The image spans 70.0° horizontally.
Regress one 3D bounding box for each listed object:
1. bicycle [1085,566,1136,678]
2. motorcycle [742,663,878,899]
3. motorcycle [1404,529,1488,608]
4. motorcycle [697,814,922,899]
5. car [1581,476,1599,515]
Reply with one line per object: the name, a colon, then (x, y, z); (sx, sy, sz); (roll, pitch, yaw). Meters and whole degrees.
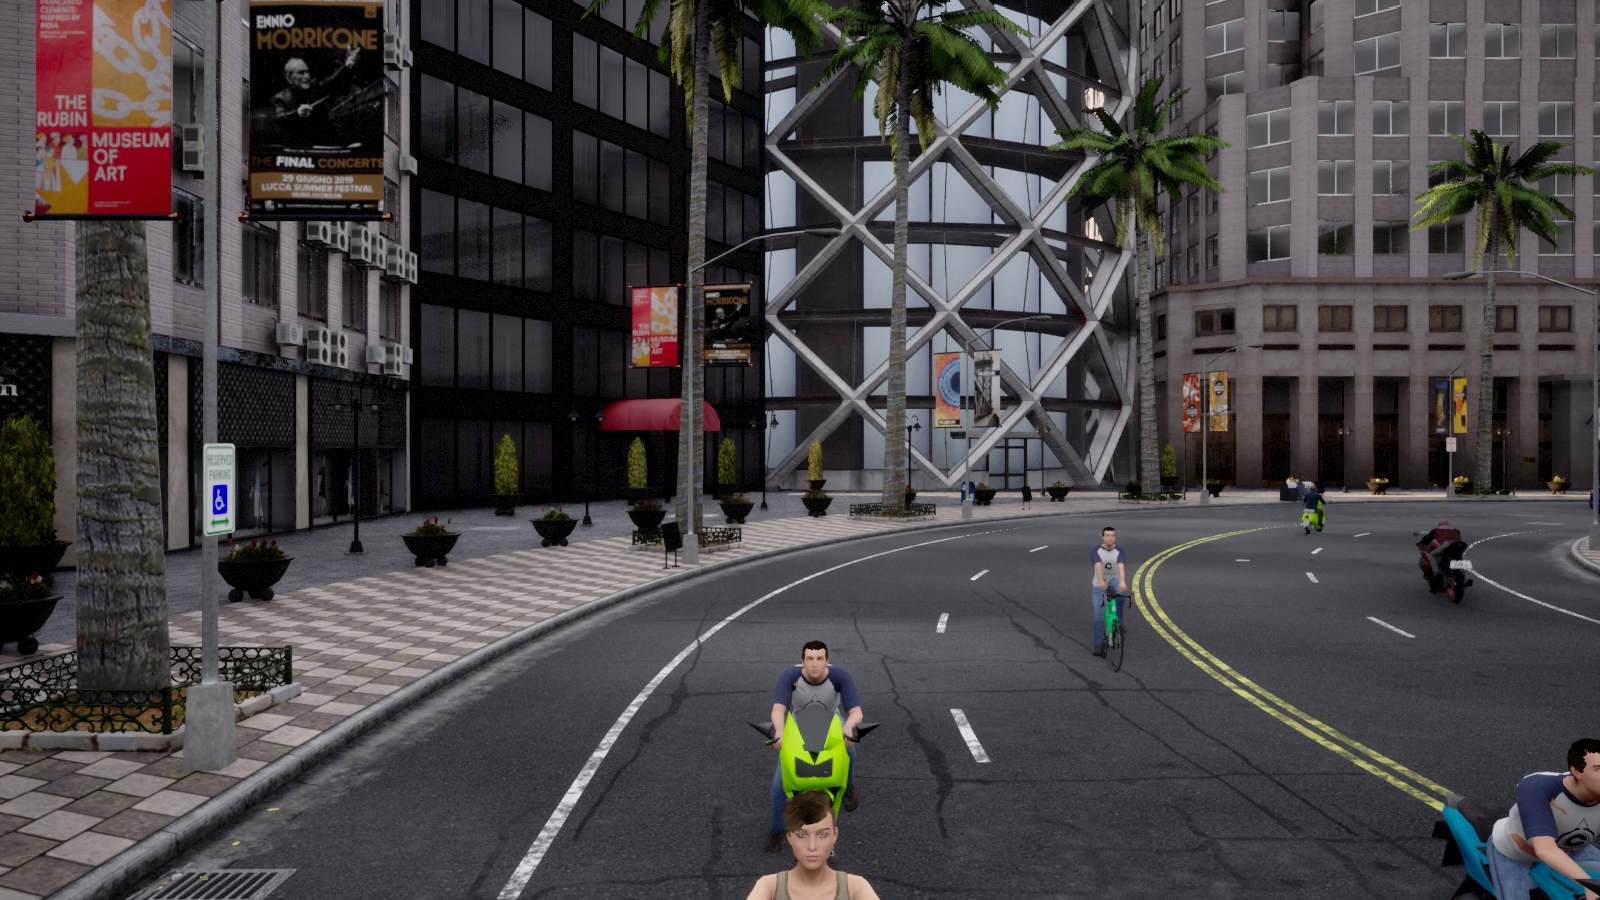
bicycle: (4.034, 2.206, 14.909); (0.373, 1.196, 1.643); (1, 0, 6)
motorcycle: (0.085, 2.213, 7.771); (0.803, 1.145, 2.033); (0, 0, 1)
motorcycle: (12.199, 2.205, 21.656); (0.867, 1.251, 2.209); (1, 0, 15)
motorcycle: (0.030, 2.170, 3.616); (0.764, 1.277, 2.356); (0, 0, 1)
car: (36.842, 1.968, 49.589); (4.611, 1.667, 2.242); (0, 0, -11)
